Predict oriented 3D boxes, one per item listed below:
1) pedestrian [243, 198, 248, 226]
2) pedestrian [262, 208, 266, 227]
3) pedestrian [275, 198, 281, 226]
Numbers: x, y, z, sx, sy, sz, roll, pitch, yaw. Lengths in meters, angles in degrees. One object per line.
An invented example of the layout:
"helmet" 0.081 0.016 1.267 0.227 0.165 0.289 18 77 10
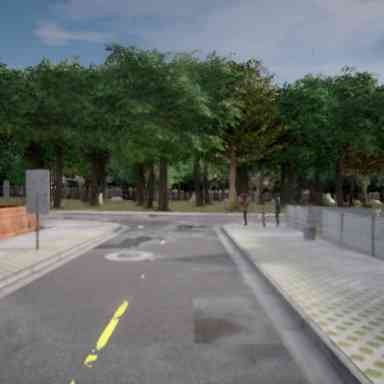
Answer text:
"pedestrian" 3.523 1.298 22.162 0.375 1.860 0.375 -1 1 0
"pedestrian" 4.522 1.559 20.966 0.375 1.300 0.375 -1 1 0
"pedestrian" 5.523 1.284 21.560 0.375 1.860 0.375 -1 1 0
